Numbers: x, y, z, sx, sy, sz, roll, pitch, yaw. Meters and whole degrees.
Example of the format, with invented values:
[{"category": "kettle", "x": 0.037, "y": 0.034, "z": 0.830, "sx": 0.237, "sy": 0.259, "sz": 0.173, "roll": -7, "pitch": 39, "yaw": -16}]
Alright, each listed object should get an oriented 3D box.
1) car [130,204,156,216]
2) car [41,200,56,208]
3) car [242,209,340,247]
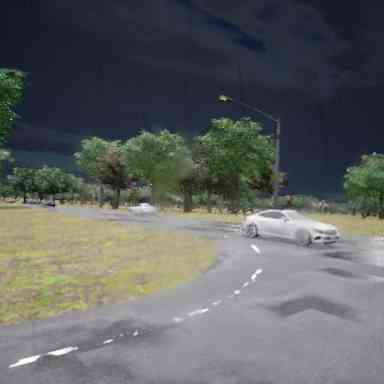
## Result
[{"category": "car", "x": -6.243, "y": 2.208, "z": 42.480, "sx": 1.812, "sy": 1.442, "sz": 4.674, "roll": 5, "pitch": -3, "yaw": -35}, {"category": "car", "x": -24.608, "y": 2.022, "z": 57.150, "sx": 2.033, "sy": 1.411, "sz": 5.357, "roll": 4, "pitch": -3, "yaw": -30}, {"category": "car", "x": 4.319, "y": 1.523, "z": 15.183, "sx": 1.812, "sy": 1.442, "sz": 4.674, "roll": 4, "pitch": -2, "yaw": -35}]
